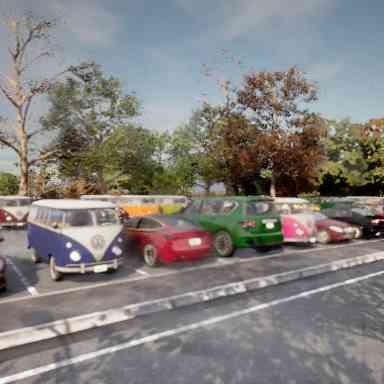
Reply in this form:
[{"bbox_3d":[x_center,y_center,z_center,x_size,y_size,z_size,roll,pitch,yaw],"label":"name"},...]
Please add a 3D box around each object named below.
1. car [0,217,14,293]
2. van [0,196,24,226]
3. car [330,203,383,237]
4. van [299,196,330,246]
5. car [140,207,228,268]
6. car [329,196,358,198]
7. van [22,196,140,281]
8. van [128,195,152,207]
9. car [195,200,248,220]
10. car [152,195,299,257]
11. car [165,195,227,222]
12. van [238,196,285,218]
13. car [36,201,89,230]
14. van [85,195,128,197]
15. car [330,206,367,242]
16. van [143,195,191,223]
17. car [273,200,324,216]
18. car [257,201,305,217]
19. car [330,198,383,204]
[{"bbox_3d":[-5.772,1.503,8.131,2.002,1.452,4.674,0,0,-35],"label":"car"},{"bbox_3d":[-10.900,1.223,20.391,1.878,1.987,4.442,0,0,-35],"label":"van"},{"bbox_3d":[7.783,1.535,17.777,2.097,1.535,5.008,1,0,-35],"label":"car"},{"bbox_3d":[3.327,1.245,14.467,1.878,1.987,4.442,1,0,-35],"label":"van"},{"bbox_3d":[-1.260,1.466,11.378,2.163,1.488,4.792,0,0,-35],"label":"car"},{"bbox_3d":[16.110,1.507,39.741,2.435,2.045,5.566,1,0,-35],"label":"car"},{"bbox_3d":[-3.443,1.224,9.644,1.878,1.987,4.442,0,0,-35],"label":"van"},{"bbox_3d":[-4.280,1.247,25.393,1.878,1.987,4.442,1,0,-35],"label":"van"},{"bbox_3d":[2.557,1.568,30.114,2.097,1.535,5.008,1,0,-35],"label":"car"},{"bbox_3d":[0.983,1.188,12.974,2.435,2.045,5.566,1,0,-35],"label":"car"},{"bbox_3d":[0.215,1.283,28.418,2.435,2.045,5.566,1,0,-35],"label":"car"},{"bbox_3d":[6.899,1.404,33.357,1.878,1.987,4.442,1,0,-35],"label":"van"},{"bbox_3d":[-8.713,1.436,22.098,2.097,1.535,5.008,0,0,-35],"label":"car"},{"bbox_3d":[-6.509,1.213,23.519,1.878,1.987,4.442,0,0,-35],"label":"van"},{"bbox_3d":[5.517,1.543,16.173,2.002,1.452,4.674,1,0,-35],"label":"car"},{"bbox_3d":[-2.126,1.277,26.928,1.878,1.987,4.442,1,0,-35],"label":"van"},{"bbox_3d":[11.581,1.695,36.543,2.097,1.535,5.008,1,0,-35],"label":"car"},{"bbox_3d":[9.219,1.702,34.870,2.002,1.452,4.674,1,0,-35],"label":"car"},{"bbox_3d":[10.060,1.441,19.368,2.185,1.767,4.553,1,0,-35],"label":"car"}]
